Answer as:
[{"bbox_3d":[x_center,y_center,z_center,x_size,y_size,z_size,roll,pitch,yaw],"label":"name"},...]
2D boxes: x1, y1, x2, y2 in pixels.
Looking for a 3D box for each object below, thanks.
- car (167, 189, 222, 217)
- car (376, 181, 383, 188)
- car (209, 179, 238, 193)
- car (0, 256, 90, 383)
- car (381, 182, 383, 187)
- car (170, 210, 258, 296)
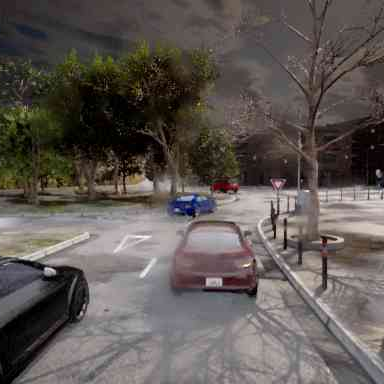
[{"bbox_3d":[0.112,0.854,22.986,1.882,1.535,5.008,1,3,25],"label":"car"},{"bbox_3d":[35.104,-1.520,59.367,2.185,1.767,4.553,-1,3,-15],"label":"car"},{"bbox_3d":[4.670,-0.911,49.654,2.150,2.045,5.566,-1,3,-28],"label":"car"},{"bbox_3d":[-2.905,1.533,4.419,1.994,1.385,4.181,0,0,2],"label":"car"},{"bbox_3d":[25.866,-0.188,40.214,4.902,1.511,2.128,-1,3,-21],"label":"car"},{"bbox_3d":[0.550,1.438,8.398,1.812,1.442,4.674,0,1,4],"label":"car"}]
